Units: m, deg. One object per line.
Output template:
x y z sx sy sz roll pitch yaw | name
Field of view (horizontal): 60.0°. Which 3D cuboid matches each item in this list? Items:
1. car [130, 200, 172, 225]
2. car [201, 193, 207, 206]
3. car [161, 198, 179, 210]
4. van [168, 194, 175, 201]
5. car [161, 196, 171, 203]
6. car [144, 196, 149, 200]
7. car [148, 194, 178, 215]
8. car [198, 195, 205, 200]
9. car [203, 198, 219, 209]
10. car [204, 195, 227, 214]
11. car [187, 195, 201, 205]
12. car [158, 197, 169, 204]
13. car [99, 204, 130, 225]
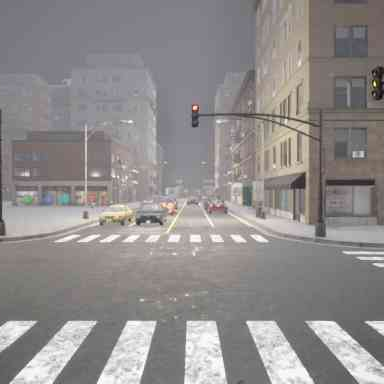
-2.841 1.548 24.159 2.033 1.411 5.357 0 0 0 | car
2.650 1.317 41.030 2.192 1.841 5.009 0 0 0 | car
-2.831 1.550 44.216 2.033 1.411 5.357 0 0 0 | car
-5.359 1.349 86.328 1.690 1.788 3.998 0 0 0 | van
-5.365 1.530 69.173 1.752 1.417 4.829 0 0 0 | car
-5.375 1.553 41.033 2.008 1.369 4.403 0 0 0 | car
-2.841 1.353 33.808 2.097 1.767 4.553 0 0 0 | car
2.668 1.575 91.987 1.947 1.339 4.313 0 0 0 | car
2.652 1.568 46.692 1.947 1.339 4.313 0 0 0 | car
2.648 1.441 35.368 1.967 1.590 4.097 0 0 0 | car
0.123 1.604 56.736 1.895 1.301 4.718 0 0 0 | car
-5.367 1.586 63.681 1.802 1.307 4.206 0 0 0 | car
-5.381 1.526 23.877 1.752 1.417 4.829 0 0 0 | car
